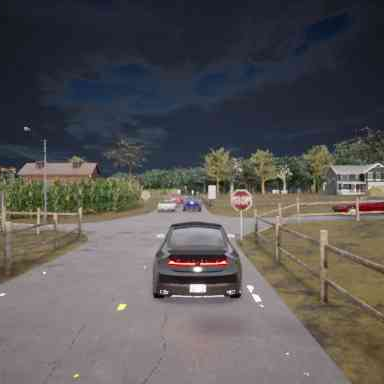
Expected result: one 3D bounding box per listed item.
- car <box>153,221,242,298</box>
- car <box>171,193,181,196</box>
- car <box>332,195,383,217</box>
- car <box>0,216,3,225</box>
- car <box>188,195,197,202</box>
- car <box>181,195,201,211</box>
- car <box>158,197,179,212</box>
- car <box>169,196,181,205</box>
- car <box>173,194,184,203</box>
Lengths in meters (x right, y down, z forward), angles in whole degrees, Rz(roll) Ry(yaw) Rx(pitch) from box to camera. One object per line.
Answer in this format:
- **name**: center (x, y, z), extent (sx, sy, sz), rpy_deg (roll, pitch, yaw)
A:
- **car**: center (0.104, 1.508, 8.491), extent (1.837, 1.490, 4.892), rpy_deg (0, 0, 0)
- **car**: center (-2.792, 1.178, 57.988), extent (2.150, 2.045, 5.566), rpy_deg (0, 0, 0)
- **car**: center (13.351, 1.042, 25.508), extent (5.008, 1.535, 1.882), rpy_deg (-2, -2, 0)
- **car**: center (-15.518, 1.918, 22.591), extent (4.718, 1.301, 1.895), rpy_deg (-1, -2, -1)
- **car**: center (0.053, 1.492, 76.153), extent (1.994, 1.385, 4.181), rpy_deg (0, 0, 0)
- **car**: center (0.058, 1.328, 40.593), extent (2.097, 1.767, 4.553), rpy_deg (0, 0, 1)
- **car**: center (-2.830, 1.580, 37.992), extent (1.895, 1.301, 4.718), rpy_deg (0, 0, 0)
- **car**: center (-2.814, 1.568, 47.582), extent (1.895, 1.301, 4.718), rpy_deg (0, 0, 0)
- **car**: center (-2.712, 1.298, 68.369), extent (2.097, 1.767, 4.553), rpy_deg (0, 0, 0)
